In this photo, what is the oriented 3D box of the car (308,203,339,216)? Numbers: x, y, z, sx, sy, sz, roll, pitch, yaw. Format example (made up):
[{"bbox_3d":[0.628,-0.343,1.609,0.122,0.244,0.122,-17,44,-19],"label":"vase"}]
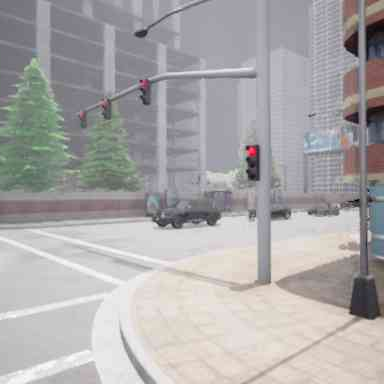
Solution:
[{"bbox_3d":[14.932,1.970,37.754,4.181,1.385,1.994,0,-1,-40],"label":"car"}]

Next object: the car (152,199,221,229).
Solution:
[{"bbox_3d":[-0.293,1.536,24.683,5.566,2.045,2.150,0,-1,-41],"label":"car"}]

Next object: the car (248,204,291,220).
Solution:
[{"bbox_3d":[7.308,1.838,31.213,5.008,1.535,1.882,0,-1,-41],"label":"car"}]
